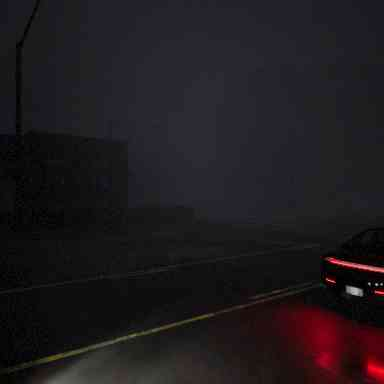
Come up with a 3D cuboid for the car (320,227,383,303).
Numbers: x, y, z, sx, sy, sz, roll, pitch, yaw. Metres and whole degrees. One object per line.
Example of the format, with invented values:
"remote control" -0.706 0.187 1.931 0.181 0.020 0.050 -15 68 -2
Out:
"car" 4.766 1.492 7.136 4.902 1.511 2.128 0 0 -36
